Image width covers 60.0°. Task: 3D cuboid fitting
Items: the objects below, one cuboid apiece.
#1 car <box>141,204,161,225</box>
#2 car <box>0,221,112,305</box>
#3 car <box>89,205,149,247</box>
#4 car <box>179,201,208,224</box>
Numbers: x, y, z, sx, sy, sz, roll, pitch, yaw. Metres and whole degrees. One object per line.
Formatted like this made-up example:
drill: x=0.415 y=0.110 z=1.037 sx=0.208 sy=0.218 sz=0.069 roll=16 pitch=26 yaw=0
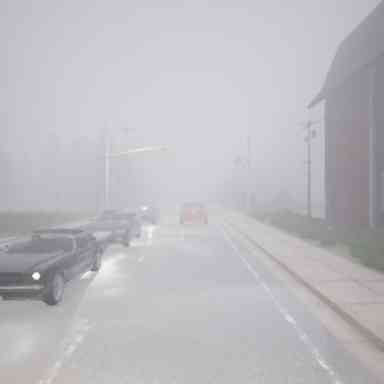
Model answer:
car: x=-3.498 y=1.660 z=25.773 sx=2.033 sy=1.411 sz=5.357 roll=0 pitch=0 yaw=0
car: x=-3.593 y=1.636 z=8.268 sx=1.895 sy=1.301 sz=4.718 roll=0 pitch=0 yaw=0
car: x=-3.490 y=1.558 z=15.353 sx=2.128 sy=1.511 sz=4.902 roll=0 pitch=0 yaw=0
car: x=0.119 y=1.467 z=25.810 sx=2.097 sy=1.767 sz=4.553 roll=0 pitch=0 yaw=0
